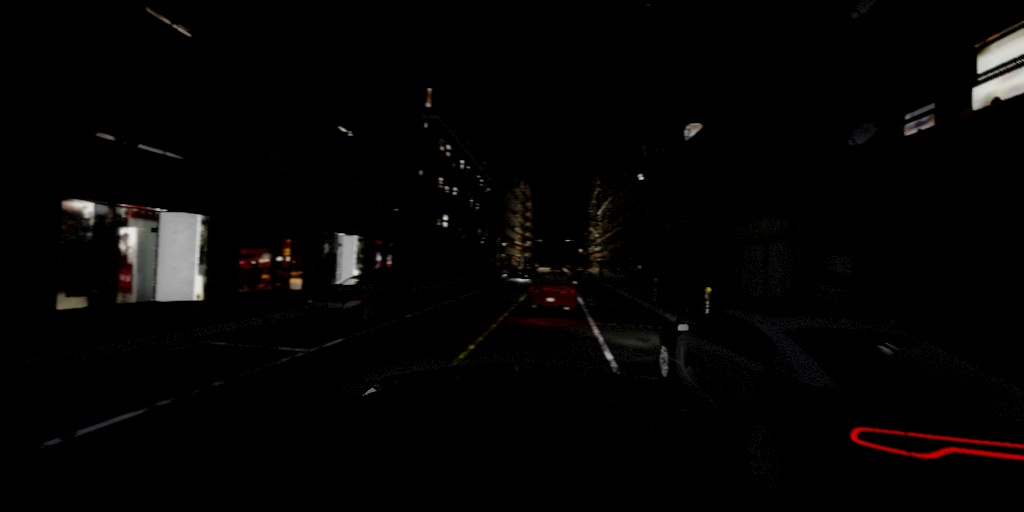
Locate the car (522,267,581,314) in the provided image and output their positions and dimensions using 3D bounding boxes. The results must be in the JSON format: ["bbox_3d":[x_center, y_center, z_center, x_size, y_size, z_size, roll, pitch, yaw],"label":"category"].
[{"bbox_3d":[1.709,1.445,15.233,1.882,1.535,5.008,2,-1,8],"label":"car"}]

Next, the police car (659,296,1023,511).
[{"bbox_3d":[3.331,1.338,4.539,1.930,1.638,5.238,2,-1,8],"label":"police car"}]

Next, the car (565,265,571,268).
[{"bbox_3d":[4.033,1.797,32.527,2.033,1.411,5.357,2,-1,8],"label":"car"}]

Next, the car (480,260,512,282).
[{"bbox_3d":[-1.654,1.354,33.852,2.192,1.841,5.009,0,0,8],"label":"car"}]

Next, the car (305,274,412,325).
[{"bbox_3d":[-4.660,1.256,11.511,1.802,1.307,4.207,0,0,8],"label":"car"}]

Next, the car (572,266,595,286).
[{"bbox_3d":[6.667,1.881,32.895,1.751,1.417,4.829,0,0,8],"label":"car"}]

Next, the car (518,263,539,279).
[{"bbox_3d":[1.903,1.798,40.269,2.033,1.411,5.357,2,-1,8],"label":"car"}]

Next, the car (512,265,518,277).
[{"bbox_3d":[-0.903,1.570,39.437,1.967,1.591,4.097,0,0,8],"label":"car"}]

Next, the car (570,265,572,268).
[{"bbox_3d":[8.147,2.083,43.897,1.888,1.381,4.507,0,0,8],"label":"car"}]
